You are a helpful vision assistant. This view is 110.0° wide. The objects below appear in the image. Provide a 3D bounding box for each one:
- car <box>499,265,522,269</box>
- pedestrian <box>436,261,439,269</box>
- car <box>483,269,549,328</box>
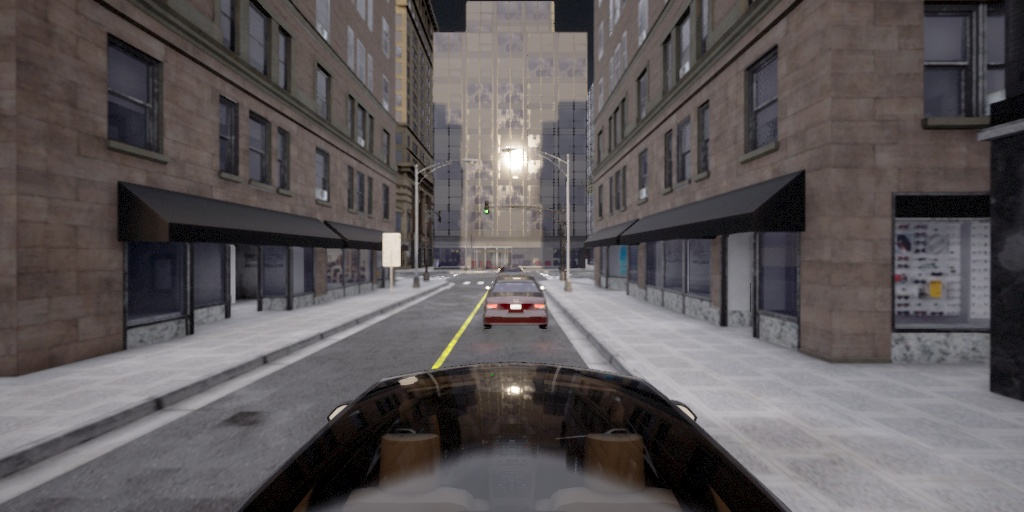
[{"bbox_3d":[-0.099,1.386,26.689,1.994,1.385,4.181,0,0,-3],"label":"car"},{"bbox_3d":[-9.687,1.135,46.675,0.500,1.100,0.500,0,1,0],"label":"pedestrian"},{"bbox_3d":[0.099,1.326,11.493,2.033,1.411,5.357,0,0,0],"label":"car"}]
